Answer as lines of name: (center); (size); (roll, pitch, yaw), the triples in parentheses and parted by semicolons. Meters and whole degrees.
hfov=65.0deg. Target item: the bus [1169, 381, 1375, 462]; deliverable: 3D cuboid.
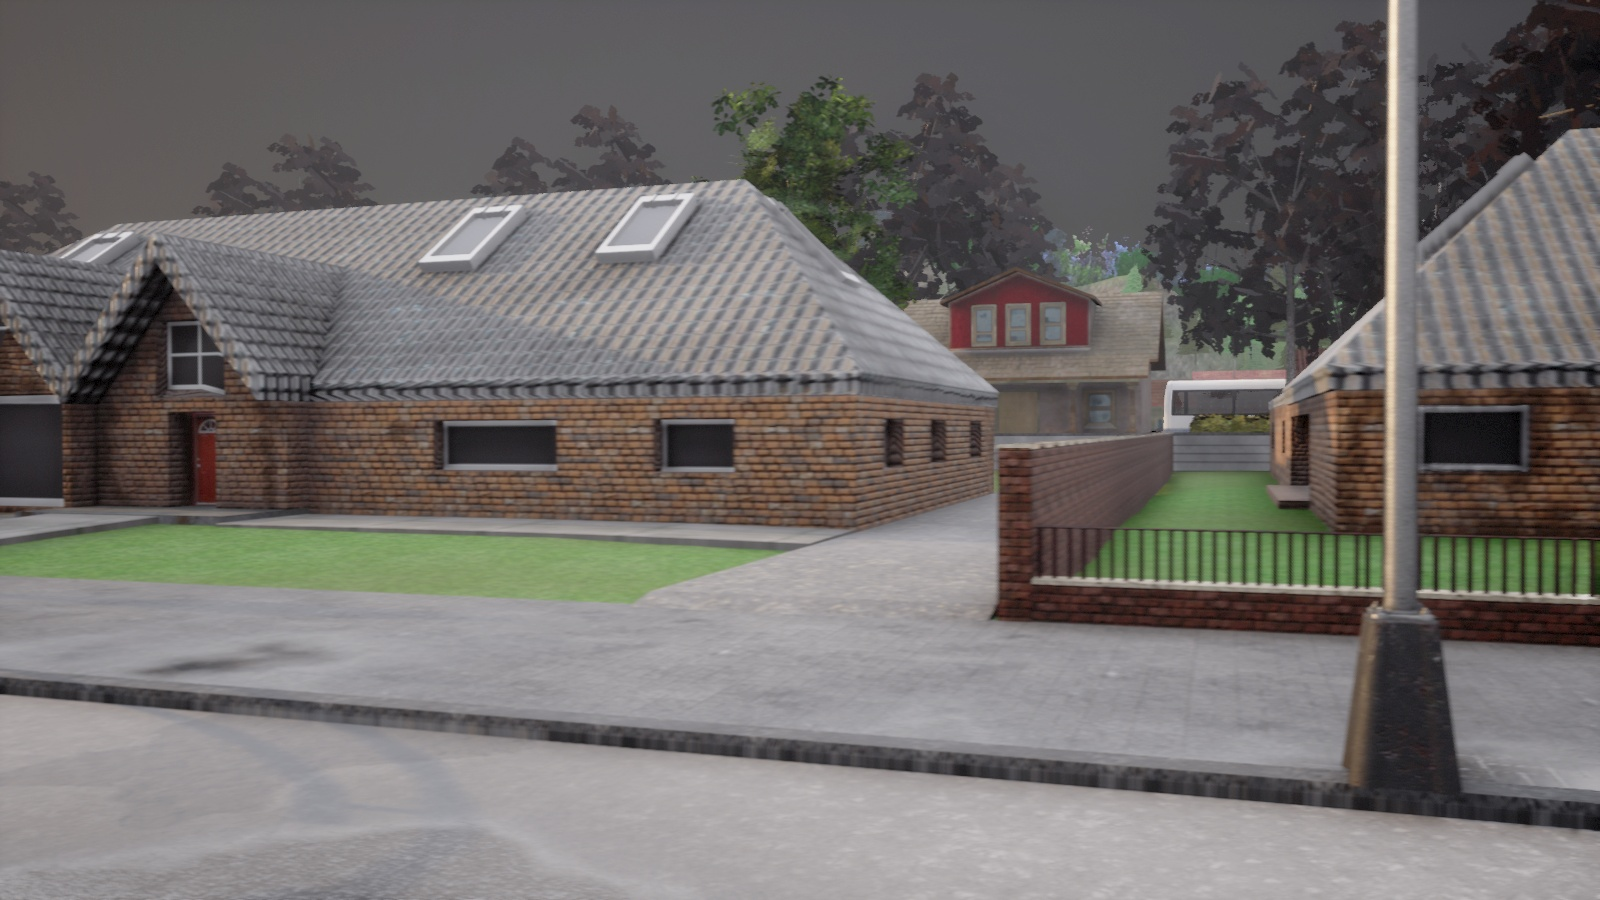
bus: (25.710, -1.557, 68.928); (10.273, 4.253, 3.944); (1, 1, 19)
